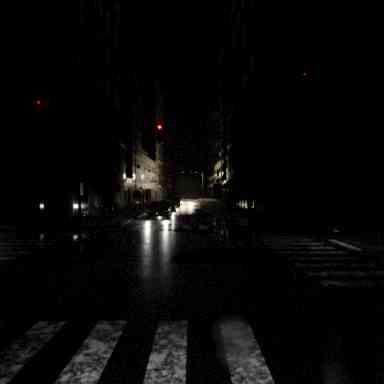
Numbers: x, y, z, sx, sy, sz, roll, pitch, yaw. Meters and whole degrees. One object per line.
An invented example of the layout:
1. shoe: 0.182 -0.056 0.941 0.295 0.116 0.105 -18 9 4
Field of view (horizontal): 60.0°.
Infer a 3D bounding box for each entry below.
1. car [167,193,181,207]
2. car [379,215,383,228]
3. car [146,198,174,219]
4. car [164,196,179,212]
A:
1. car: -2.863 1.226 49.514 2.150 2.045 5.566 0 0 0
2. car: 12.342 1.292 16.851 5.009 1.841 2.192 0 0 0
3. car: -2.859 1.514 29.248 1.837 1.490 4.892 0 0 0
4. car: -2.855 1.533 39.115 1.812 1.442 4.674 0 0 0
